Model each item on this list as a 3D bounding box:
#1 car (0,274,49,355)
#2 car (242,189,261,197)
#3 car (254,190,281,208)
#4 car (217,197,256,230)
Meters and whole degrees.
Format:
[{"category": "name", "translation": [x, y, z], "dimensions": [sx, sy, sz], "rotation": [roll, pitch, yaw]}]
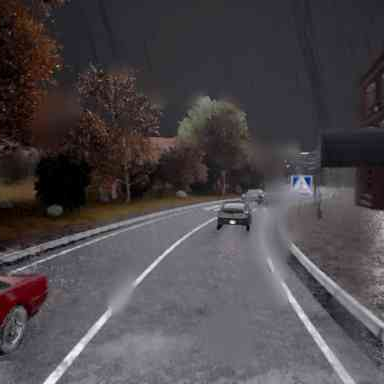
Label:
[{"category": "car", "translation": [-3.400, 1.564, 3.279], "dimensions": [1.895, 1.301, 4.718], "rotation": [0, 0, 3]}, {"category": "car", "translation": [8.254, 0.414, 44.604], "dimensions": [2.097, 1.767, 4.553], "rotation": [3, 3, 29]}, {"category": "car", "translation": [8.759, 0.847, 37.412], "dimensions": [1.882, 1.535, 5.008], "rotation": [2, 2, 24]}, {"category": "car", "translation": [2.659, 1.296, 19.856], "dimensions": [1.837, 1.490, 4.892], "rotation": [1, 1, 13]}]
